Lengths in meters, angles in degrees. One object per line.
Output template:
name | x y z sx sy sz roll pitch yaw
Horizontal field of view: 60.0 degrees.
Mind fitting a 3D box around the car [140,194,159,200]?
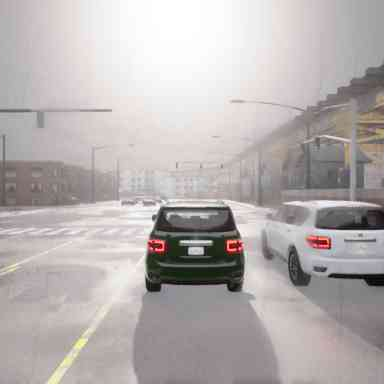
car | -7.317 1.606 58.103 2.033 1.411 5.357 0 0 0

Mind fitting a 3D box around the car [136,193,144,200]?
car | -10.781 1.284 68.768 2.150 2.045 5.566 0 0 0

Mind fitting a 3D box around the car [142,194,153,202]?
car | -10.835 1.435 81.551 2.097 1.767 4.553 0 0 0

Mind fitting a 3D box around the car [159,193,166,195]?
car | -7.334 1.314 81.327 2.150 2.045 5.566 0 0 0

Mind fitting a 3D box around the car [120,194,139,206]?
car | -10.809 1.573 56.869 1.812 1.442 4.674 0 0 0

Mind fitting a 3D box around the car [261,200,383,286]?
car | 3.526 1.246 9.614 2.150 2.045 5.566 0 0 0

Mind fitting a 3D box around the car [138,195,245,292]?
car | 0.030 1.236 9.116 2.150 2.045 5.566 0 0 -1
